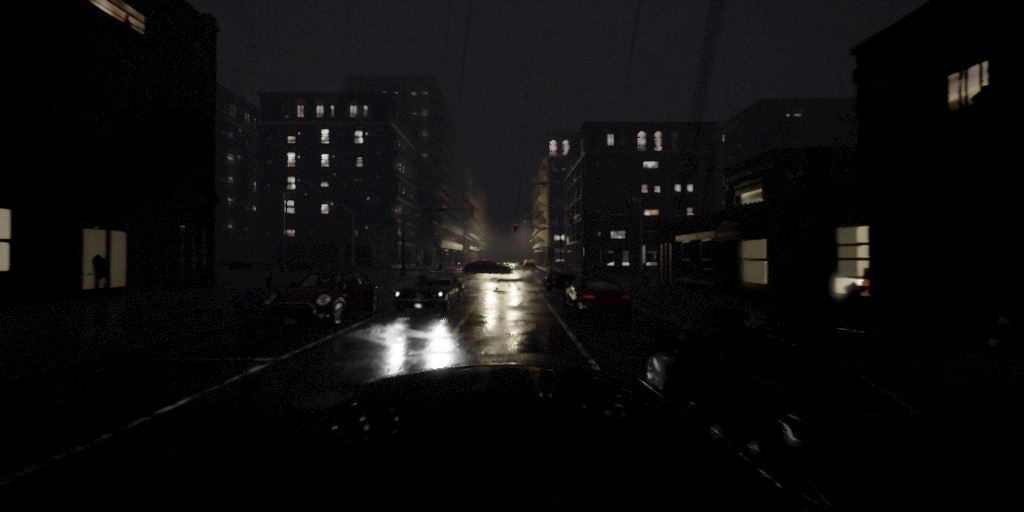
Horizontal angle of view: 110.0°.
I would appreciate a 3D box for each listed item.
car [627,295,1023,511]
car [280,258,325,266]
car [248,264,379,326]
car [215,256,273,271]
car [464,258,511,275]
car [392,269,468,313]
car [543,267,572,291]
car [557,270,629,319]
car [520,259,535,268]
[{"bbox_3d":[2.820,1.316,3.474,1.948,1.339,4.313,0,0,0],"label":"car"},{"bbox_3d":[-20.022,0.907,34.786,4.507,1.381,1.888,0,0,-1],"label":"car"},{"bbox_3d":[-5.823,1.187,11.372,1.967,1.591,4.097,0,0,0],"label":"car"},{"bbox_3d":[-25.703,0.800,34.807,4.507,1.381,1.888,0,0,-1],"label":"car"},{"bbox_3d":[-2.568,1.226,37.728,5.008,1.535,1.882,1,0,-1],"label":"car"},{"bbox_3d":[-3.097,1.348,14.101,1.895,1.301,4.718,0,0,0],"label":"car"},{"bbox_3d":[2.813,1.292,21.478,1.888,1.381,4.507,0,0,0],"label":"car"},{"bbox_3d":[2.817,1.330,12.476,1.802,1.307,4.207,0,0,0],"label":"car"},{"bbox_3d":[2.781,1.193,58.948,1.967,1.591,4.097,0,0,0],"label":"car"}]
